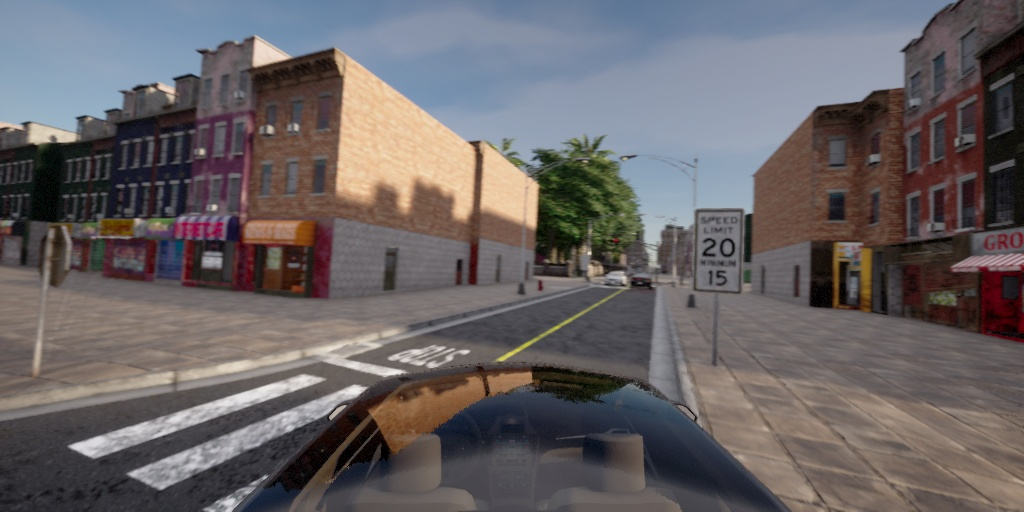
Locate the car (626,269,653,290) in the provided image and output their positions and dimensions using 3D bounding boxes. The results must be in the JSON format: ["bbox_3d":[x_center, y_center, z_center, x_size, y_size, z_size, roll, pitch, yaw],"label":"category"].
[{"bbox_3d":[12.629,2.385,34.926,1.882,1.535,5.008,2,-1,23],"label":"car"}]

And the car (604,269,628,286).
[{"bbox_3d":[11.190,2.443,38.730,1.812,1.442,4.674,2,-1,22],"label":"car"}]
